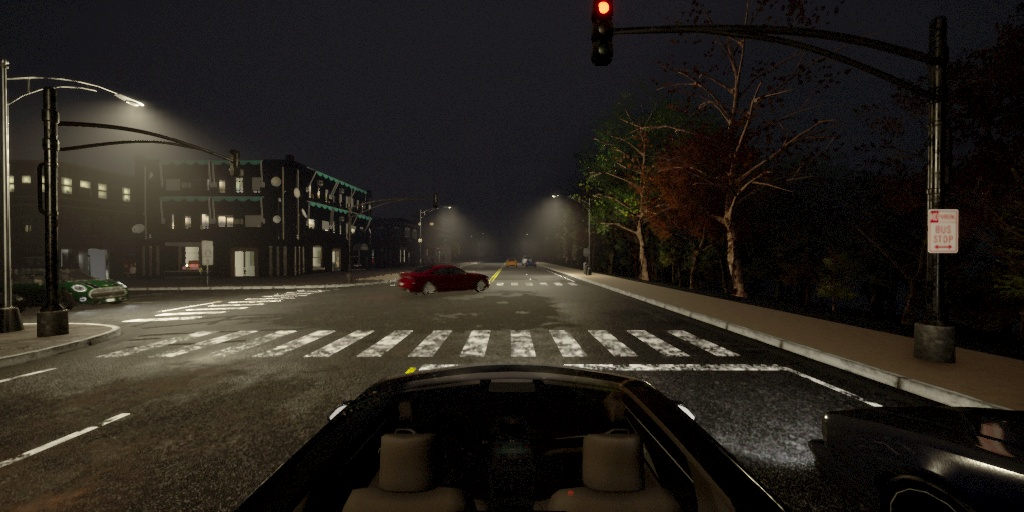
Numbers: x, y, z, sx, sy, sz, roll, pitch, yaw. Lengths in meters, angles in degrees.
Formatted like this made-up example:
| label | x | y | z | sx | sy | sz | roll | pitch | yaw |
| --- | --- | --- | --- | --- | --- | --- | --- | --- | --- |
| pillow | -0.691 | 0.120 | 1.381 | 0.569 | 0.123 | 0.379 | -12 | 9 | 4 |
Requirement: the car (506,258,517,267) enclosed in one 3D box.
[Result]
| label | x | y | z | sx | sy | sz | roll | pitch | yaw |
| --- | --- | --- | --- | --- | --- | --- | --- | --- | --- |
| car | -0.021 | 1.204 | 63.034 | 1.882 | 1.535 | 5.008 | 0 | 0 | 0 |

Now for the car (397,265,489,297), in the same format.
| label | x | y | z | sx | sy | sz | roll | pitch | yaw |
| --- | --- | --- | --- | --- | --- | --- | --- | --- | --- |
| car | -3.537 | 1.223 | 19.203 | 5.008 | 1.535 | 1.882 | 0 | 1 | -39 |

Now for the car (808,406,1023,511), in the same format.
| label | x | y | z | sx | sy | sz | roll | pitch | yaw |
| --- | --- | --- | --- | --- | --- | --- | --- | --- | --- |
| car | 3.353 | 1.298 | 0.426 | 2.033 | 1.411 | 5.357 | 0 | 0 | 0 |

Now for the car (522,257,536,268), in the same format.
| label | x | y | z | sx | sy | sz | roll | pitch | yaw |
| --- | --- | --- | --- | --- | --- | --- | --- | --- | --- |
| car | 3.231 | 1.274 | 62.096 | 2.033 | 1.411 | 5.357 | 0 | 0 | 1 |

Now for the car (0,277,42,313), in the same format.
| label | x | y | z | sx | sy | sz | roll | pitch | yaw |
| --- | --- | --- | --- | --- | --- | --- | --- | --- | --- |
| car | -19.968 | 1.564 | 12.541 | 4.313 | 1.339 | 1.948 | 0 | 0 | 0 |

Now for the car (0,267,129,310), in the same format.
| label | x | y | z | sx | sy | sz | roll | pitch | yaw |
| --- | --- | --- | --- | --- | --- | --- | --- | --- | --- |
| car | -19.325 | 1.316 | 15.245 | 4.553 | 1.767 | 2.097 | -1 | 1 | 0 |
